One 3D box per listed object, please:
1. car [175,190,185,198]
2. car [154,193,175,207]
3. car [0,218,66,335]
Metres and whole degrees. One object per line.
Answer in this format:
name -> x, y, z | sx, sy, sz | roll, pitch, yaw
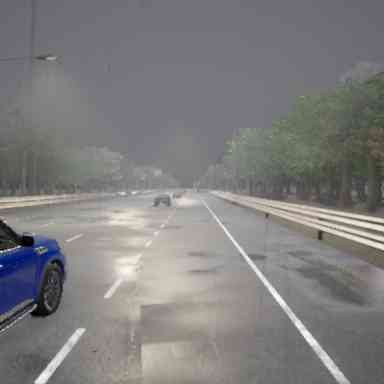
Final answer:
car -> -3.283, 0.580, 75.238 | 1.994, 1.385, 4.181 | 0, 1, 0
car -> -3.420, 0.990, 39.999 | 1.837, 1.490, 4.892 | 0, 1, 0
car -> -3.501, 1.166, 4.082 | 2.150, 2.045, 5.566 | 0, 1, 0
